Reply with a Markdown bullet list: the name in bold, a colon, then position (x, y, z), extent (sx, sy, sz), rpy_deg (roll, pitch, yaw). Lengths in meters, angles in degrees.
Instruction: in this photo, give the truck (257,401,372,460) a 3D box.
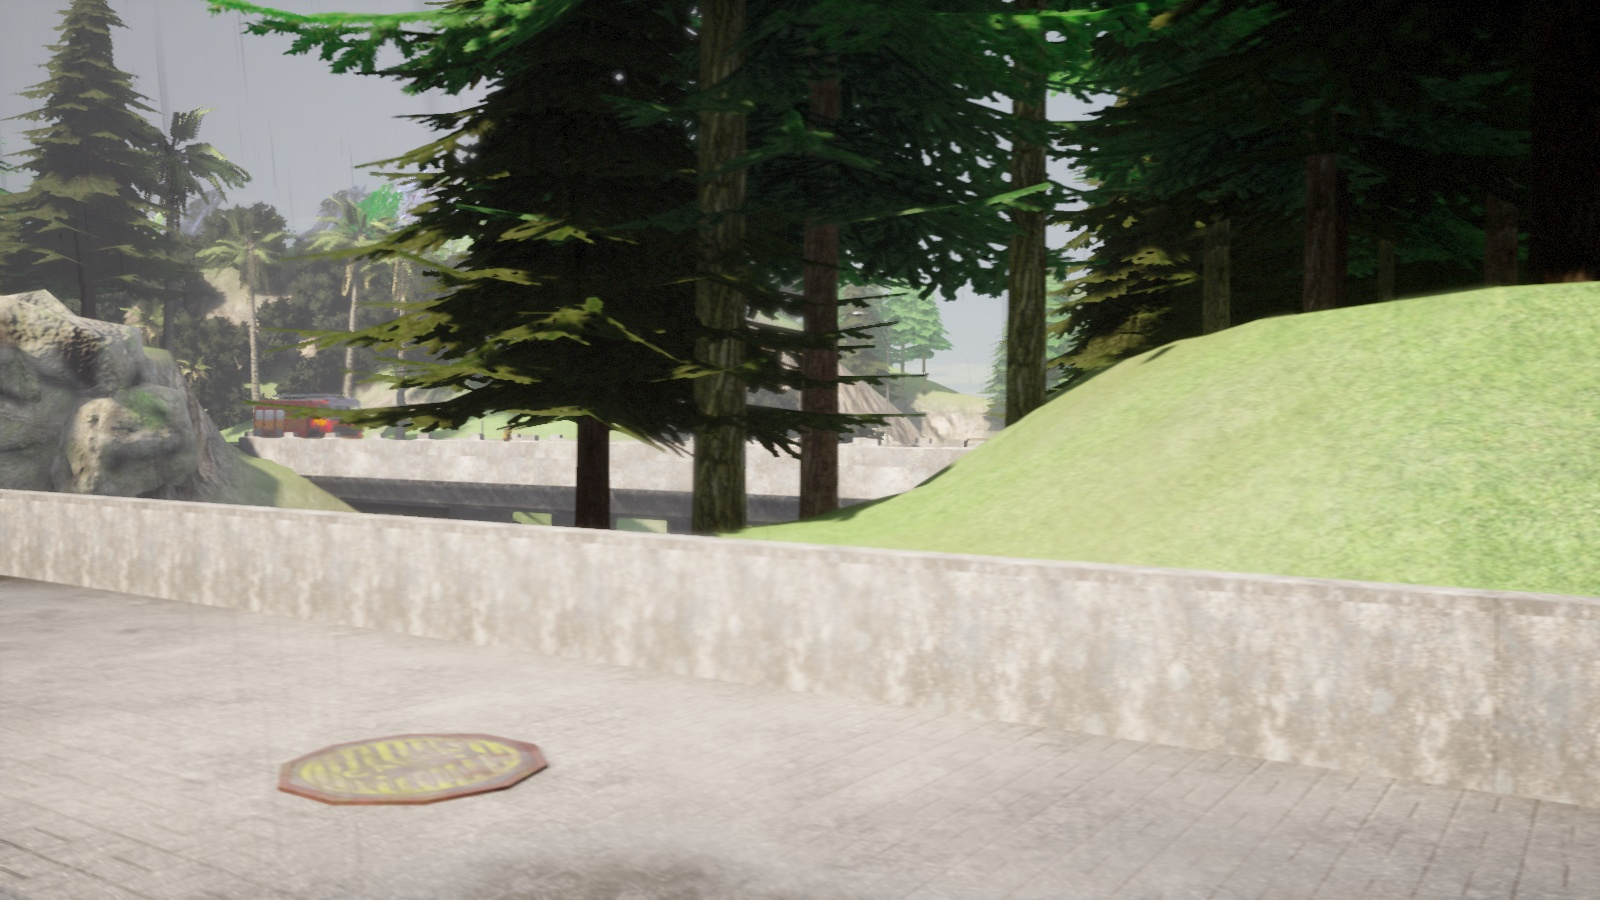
- **truck**: position (-33.188, -1.302, 85.670), extent (8.468, 3.827, 2.891), rpy_deg (0, 1, 34)
